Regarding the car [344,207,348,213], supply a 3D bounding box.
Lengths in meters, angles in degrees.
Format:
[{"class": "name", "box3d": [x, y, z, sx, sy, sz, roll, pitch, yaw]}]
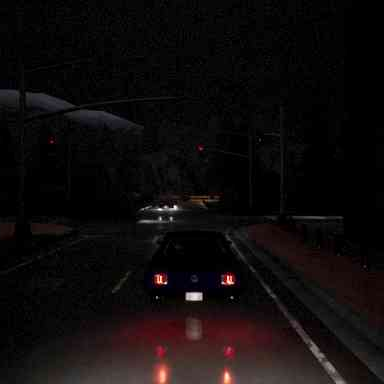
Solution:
[{"class": "car", "box3d": [16.232, 1.616, 29.688, 4.718, 1.301, 1.895, 0, 0, -1]}]

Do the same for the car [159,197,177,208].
[{"class": "car", "box3d": [-3.561, 1.526, 47.302, 1.812, 1.442, 4.674, 0, 0, 0]}]

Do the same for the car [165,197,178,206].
[{"class": "car", "box3d": [-3.541, 1.601, 57.314, 1.895, 1.301, 4.718, 0, 0, 0]}]

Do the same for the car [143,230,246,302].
[{"class": "car", "box3d": [0.063, 1.601, 8.230, 1.895, 1.301, 4.718, 0, 0, 0]}]

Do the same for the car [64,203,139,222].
[{"class": "car", "box3d": [-6.827, 1.542, 25.432, 5.357, 1.411, 2.033, 0, 0, -2]}]
